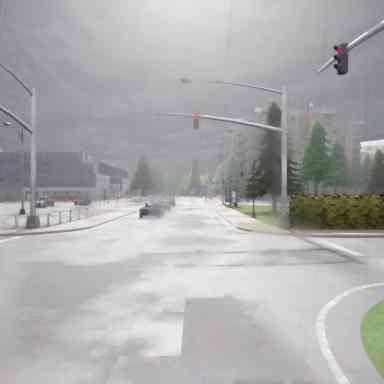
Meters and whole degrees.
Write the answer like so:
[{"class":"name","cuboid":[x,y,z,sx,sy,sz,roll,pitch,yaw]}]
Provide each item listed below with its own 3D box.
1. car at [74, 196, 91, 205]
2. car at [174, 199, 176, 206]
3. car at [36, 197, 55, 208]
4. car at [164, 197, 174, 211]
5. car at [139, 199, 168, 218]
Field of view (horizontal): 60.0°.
[{"class":"car","cuboid":[-17.424,1.374,53.006,1.845,1.501,3.633,0,0,0]},{"class":"car","cuboid":[-3.521,1.478,50.720,1.882,1.535,5.008,0,0,0]},{"class":"car","cuboid":[-20.482,1.384,45.617,1.970,1.475,3.806,0,0,0]},{"class":"car","cuboid":[-3.568,1.564,40.237,1.994,1.385,4.181,0,0,0]},{"class":"car","cuboid":[-3.582,1.601,30.241,1.895,1.301,4.718,0,0,0]}]
